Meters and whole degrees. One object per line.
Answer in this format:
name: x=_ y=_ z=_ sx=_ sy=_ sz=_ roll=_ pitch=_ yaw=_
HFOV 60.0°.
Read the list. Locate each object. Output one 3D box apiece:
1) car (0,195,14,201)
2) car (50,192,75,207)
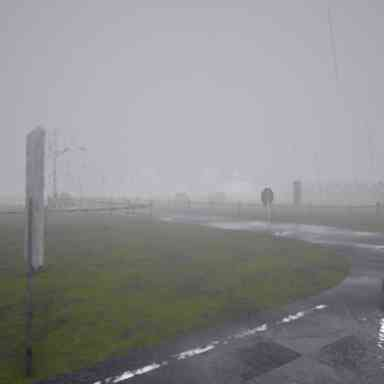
car: x=-44.647 y=1.363 z=80.965 sx=1.882 sy=1.535 sz=5.008 roll=1 pitch=-1 yaw=-45
car: x=-19.313 y=1.092 z=49.355 sx=2.150 sy=2.045 sz=5.566 roll=1 pitch=-1 yaw=-40
